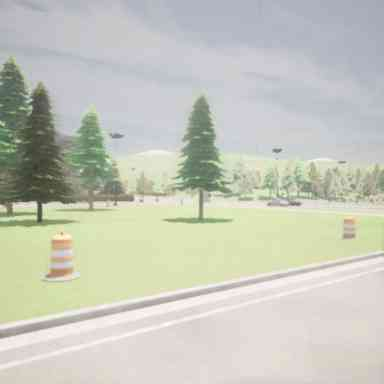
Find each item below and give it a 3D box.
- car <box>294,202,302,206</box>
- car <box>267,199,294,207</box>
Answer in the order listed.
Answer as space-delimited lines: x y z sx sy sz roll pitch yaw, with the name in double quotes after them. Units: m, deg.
18.652 2.078 63.713 1.895 1.301 4.718 1 0 -35 "car"
15.933 1.972 61.490 1.812 1.442 4.674 1 -1 -35 "car"
